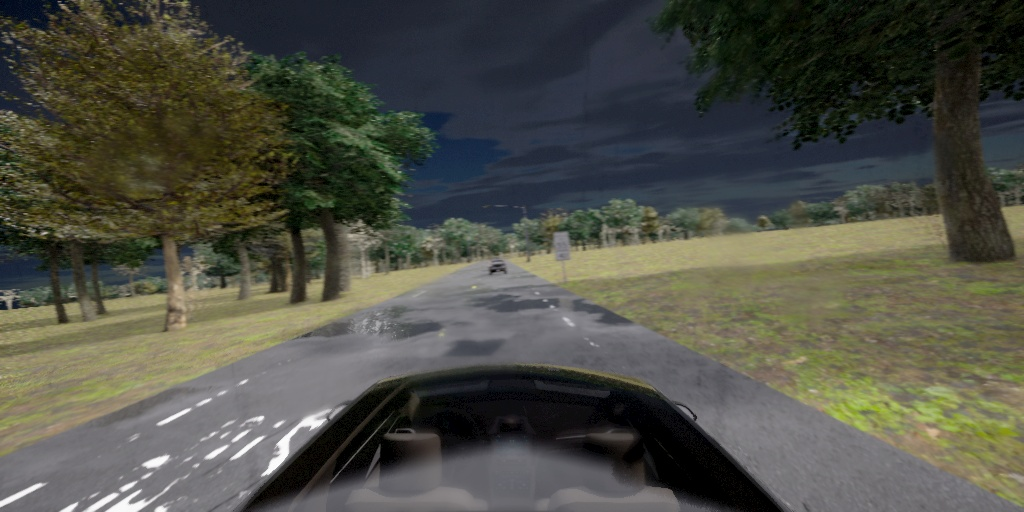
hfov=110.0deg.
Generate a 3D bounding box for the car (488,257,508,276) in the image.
[{"bbox_3d":[-1.538,1.224,38.959,1.837,1.490,4.892,-5,1,-2],"label":"car"}]
